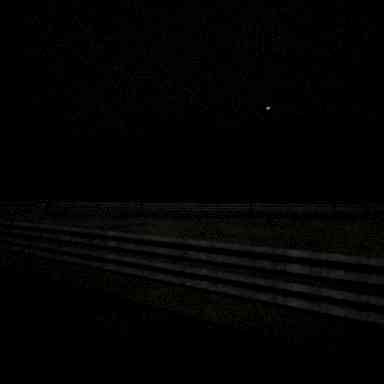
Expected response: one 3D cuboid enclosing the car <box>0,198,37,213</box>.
[{"bbox_3d":[-21.230,1.536,40.336,4.553,1.767,2.097,0,0,16],"label":"car"}]
